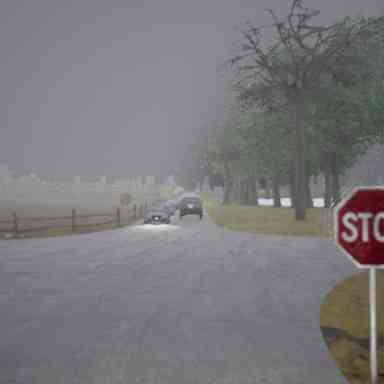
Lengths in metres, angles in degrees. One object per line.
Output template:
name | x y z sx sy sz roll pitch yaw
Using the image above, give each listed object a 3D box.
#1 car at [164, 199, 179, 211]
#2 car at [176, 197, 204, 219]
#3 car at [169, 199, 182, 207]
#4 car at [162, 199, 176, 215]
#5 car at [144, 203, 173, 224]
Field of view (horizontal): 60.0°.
car | -2.871 1.790 47.551 1.882 1.535 5.008 0 0 0
car | -0.041 1.499 32.939 2.150 2.045 5.566 0 0 1
car | -2.879 1.876 57.968 1.994 1.385 4.181 0 0 0
car | -2.859 1.843 37.716 2.033 1.411 5.357 0 0 0
car | -2.751 1.808 26.728 1.994 1.385 4.181 0 0 -3
